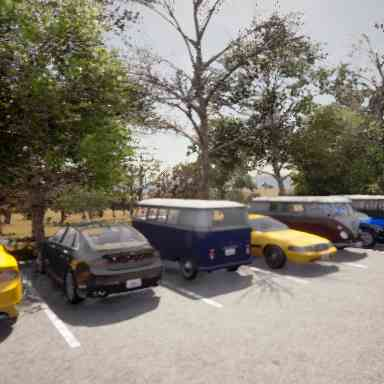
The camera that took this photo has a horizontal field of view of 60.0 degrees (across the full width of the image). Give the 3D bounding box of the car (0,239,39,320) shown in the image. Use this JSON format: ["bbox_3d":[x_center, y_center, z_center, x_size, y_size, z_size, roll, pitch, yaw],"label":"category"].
[{"bbox_3d":[-4.753,1.480,6.664,2.097,1.535,5.008,0,0,-35],"label":"car"}]

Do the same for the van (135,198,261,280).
[{"bbox_3d":[-0.312,1.217,9.976,1.878,1.987,4.442,0,0,-35],"label":"van"}]

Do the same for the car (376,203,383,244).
[{"bbox_3d":[6.522,1.386,14.707,2.097,1.535,5.008,0,0,-35],"label":"car"}]

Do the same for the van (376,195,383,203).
[{"bbox_3d":[8.726,1.158,16.128,1.878,1.987,4.442,0,0,-35],"label":"van"}]

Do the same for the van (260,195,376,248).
[{"bbox_3d":[4.335,1.179,13.000,1.878,1.987,4.442,0,0,-35],"label":"van"}]

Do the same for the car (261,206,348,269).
[{"bbox_3d":[2.121,1.421,11.340,1.946,1.575,5.366,0,0,-35],"label":"car"}]

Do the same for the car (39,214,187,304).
[{"bbox_3d":[-2.496,1.463,8.270,2.231,1.521,4.892,0,0,-35],"label":"car"}]
